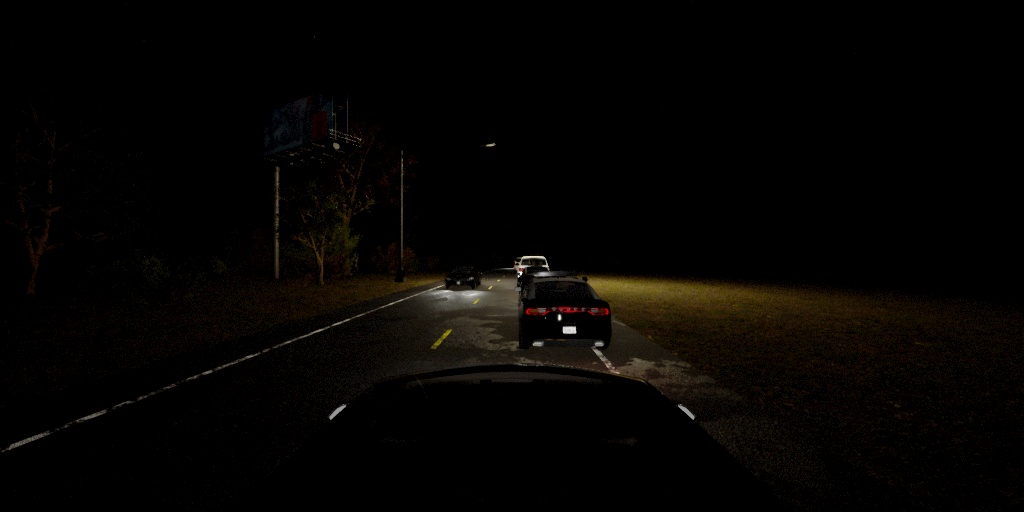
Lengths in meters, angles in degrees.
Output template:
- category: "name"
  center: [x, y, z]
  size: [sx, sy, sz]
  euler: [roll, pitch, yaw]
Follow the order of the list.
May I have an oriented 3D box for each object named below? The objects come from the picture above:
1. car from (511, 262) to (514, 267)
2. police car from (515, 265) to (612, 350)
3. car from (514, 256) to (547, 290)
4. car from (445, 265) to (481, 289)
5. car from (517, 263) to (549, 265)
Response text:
- category: "car"
  center: [1.423, 1.203, 46.485]
  size: [2.150, 2.045, 5.566]
  euler: [0, 0, 4]
- category: "police car"
  center: [1.104, 1.184, 9.275]
  size: [1.930, 1.638, 5.238]
  euler: [0, 0, 1]
- category: "car"
  center: [1.461, 1.044, 25.140]
  size: [2.150, 2.045, 5.566]
  euler: [0, 0, 2]
- category: "car"
  center: [-3.106, 1.338, 23.637]
  size: [1.812, 1.442, 4.674]
  euler: [0, 0, 2]
- category: "car"
  center: [1.288, 1.296, 19.131]
  size: [1.837, 1.490, 4.892]
  euler: [0, 0, 1]
